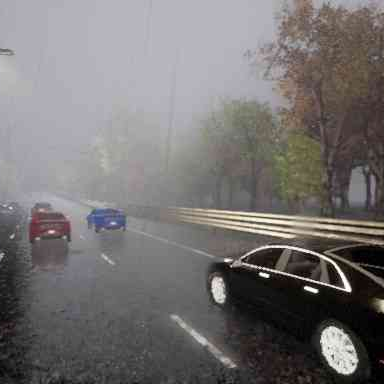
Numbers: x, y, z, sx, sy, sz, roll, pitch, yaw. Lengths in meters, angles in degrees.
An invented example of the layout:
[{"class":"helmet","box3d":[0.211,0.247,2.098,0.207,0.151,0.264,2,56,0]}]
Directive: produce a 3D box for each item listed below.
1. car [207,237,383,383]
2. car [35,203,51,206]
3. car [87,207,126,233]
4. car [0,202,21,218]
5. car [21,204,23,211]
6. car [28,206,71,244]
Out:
[{"class":"car","box3d":[1.968,1.529,5.624,1.837,1.490,4.892,-1,-1,-25]},{"class":"car","box3d":[-15.351,1.884,34.238,2.097,1.767,4.553,-1,-1,-25]},{"class":"car","box3d":[-5.753,1.762,22.048,1.882,1.535,5.008,-1,-1,-25]},{"class":"car","box3d":[-20.629,2.181,37.081,2.033,1.411,5.357,-1,-1,-25]},{"class":"car","box3d":[-27.587,2.296,51.809,1.837,1.490,4.892,-1,0,-25]},{"class":"car","box3d":[-7.626,1.750,17.807,1.882,1.535,5.008,-1,-1,-25]}]
